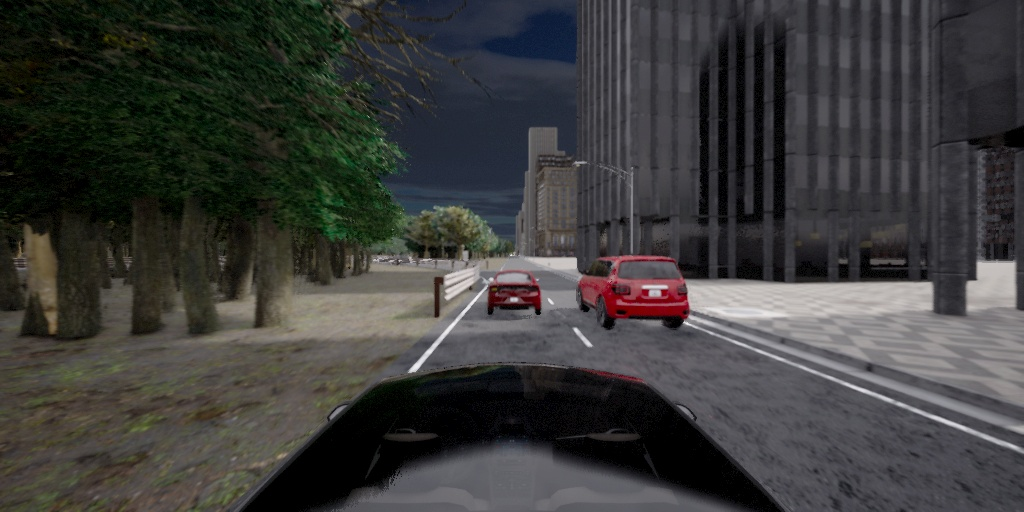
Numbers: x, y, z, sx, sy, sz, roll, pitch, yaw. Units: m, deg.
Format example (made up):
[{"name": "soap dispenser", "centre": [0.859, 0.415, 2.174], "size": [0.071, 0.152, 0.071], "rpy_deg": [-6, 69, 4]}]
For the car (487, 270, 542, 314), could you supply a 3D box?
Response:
[{"name": "car", "centre": [0.092, 1.280, 14.124], "size": [1.882, 1.535, 5.008], "rpy_deg": [0, 0, 0]}]

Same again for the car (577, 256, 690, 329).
[{"name": "car", "centre": [3.569, 1.015, 11.584], "size": [2.150, 2.045, 5.566], "rpy_deg": [0, 0, 0]}]
